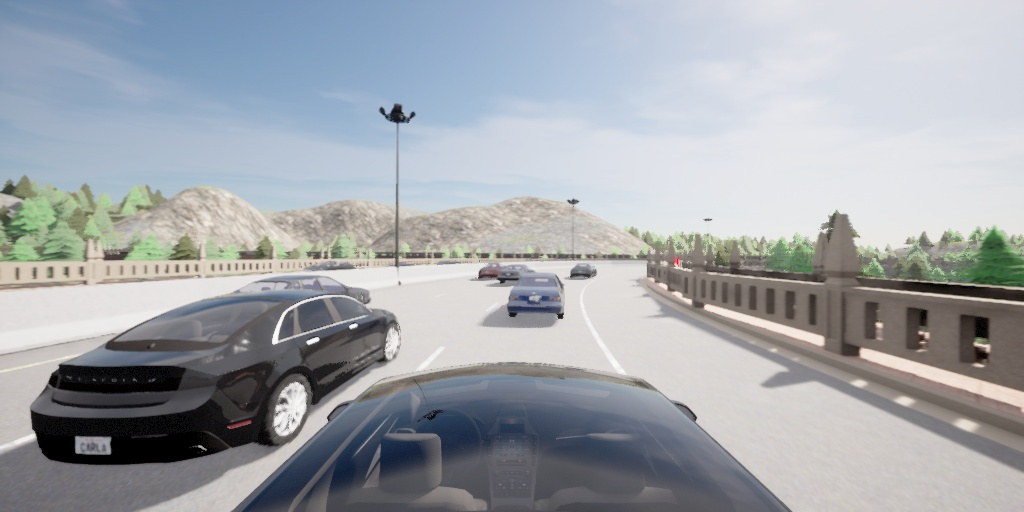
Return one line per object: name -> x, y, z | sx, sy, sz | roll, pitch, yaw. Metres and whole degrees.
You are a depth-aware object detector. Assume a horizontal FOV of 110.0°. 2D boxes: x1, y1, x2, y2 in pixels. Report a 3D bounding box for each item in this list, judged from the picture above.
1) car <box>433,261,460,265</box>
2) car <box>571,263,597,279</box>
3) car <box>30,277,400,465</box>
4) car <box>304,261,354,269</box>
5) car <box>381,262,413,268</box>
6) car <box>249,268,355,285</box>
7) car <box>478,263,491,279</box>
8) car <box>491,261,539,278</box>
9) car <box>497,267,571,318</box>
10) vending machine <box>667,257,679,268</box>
car -> -6.969, 1.241, 37.682 | 1.837, 1.490, 4.892 | 0, 0, 22
car -> 6.858, 1.367, 34.070 | 1.994, 1.385, 4.181 | 0, 0, 22
car -> -3.192, 1.241, 5.235 | 1.837, 1.490, 4.892 | 0, 0, 2
car -> -16.306, 1.178, 32.065 | 2.128, 1.511, 4.902 | 0, 0, 17
car -> -11.368, 1.278, 35.880 | 1.994, 1.385, 4.181 | 0, 0, 20
car -> -6.320, 1.271, 10.783 | 2.033, 1.411, 5.357 | 0, 0, 6
car -> -1.438, 1.325, 31.925 | 1.994, 1.385, 4.181 | 0, 0, 19
car -> 0.465, 1.315, 26.794 | 2.033, 1.411, 5.357 | 0, 0, 17
car -> 1.010, 1.309, 13.120 | 2.033, 1.411, 5.357 | 0, 0, 8
vending machine -> 13.171, 1.027, 29.296 | 1.100, 2.100, 0.880 | 0, 0, 21
